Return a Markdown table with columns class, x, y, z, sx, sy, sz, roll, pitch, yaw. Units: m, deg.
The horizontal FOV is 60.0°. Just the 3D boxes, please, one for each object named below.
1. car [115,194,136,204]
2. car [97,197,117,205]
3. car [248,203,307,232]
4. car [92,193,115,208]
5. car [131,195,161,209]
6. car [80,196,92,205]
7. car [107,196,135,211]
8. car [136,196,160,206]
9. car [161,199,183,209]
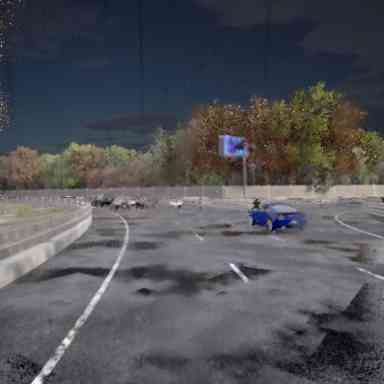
| class | x | y | z | sx | sy | sz | roll | pitch | yaw |
| --- | --- | --- | --- | --- | --- | --- | --- | --- | --- |
| car | -12.629 | 1.366 | 62.821 | 2.097 | 1.767 | 4.553 | 0 | 0 | -37 |
| car | -15.564 | 1.628 | 60.911 | 1.895 | 1.301 | 4.718 | 0 | 0 | -37 |
| car | 4.928 | 1.419 | 19.863 | 1.882 | 1.535 | 5.008 | 0 | 0 | -10 |
| car | -13.030 | 1.242 | 50.054 | 2.150 | 2.045 | 5.566 | 0 | 0 | -28 |
| car | -6.275 | 1.475 | 44.344 | 2.128 | 1.511 | 4.902 | 0 | 0 | -24 |
| car | -18.448 | 1.537 | 58.928 | 2.128 | 1.511 | 4.902 | 0 | 0 | -37 |
| car | -8.993 | 1.530 | 41.826 | 1.812 | 1.442 | 4.674 | 0 | 0 | -24 |
| car | -7.237 | 1.468 | 54.025 | 2.128 | 1.511 | 4.902 | 0 | 0 | -31 |
| car | -3.002 | 1.561 | 45.595 | 1.895 | 1.301 | 4.718 | 0 | 0 | -24 |
